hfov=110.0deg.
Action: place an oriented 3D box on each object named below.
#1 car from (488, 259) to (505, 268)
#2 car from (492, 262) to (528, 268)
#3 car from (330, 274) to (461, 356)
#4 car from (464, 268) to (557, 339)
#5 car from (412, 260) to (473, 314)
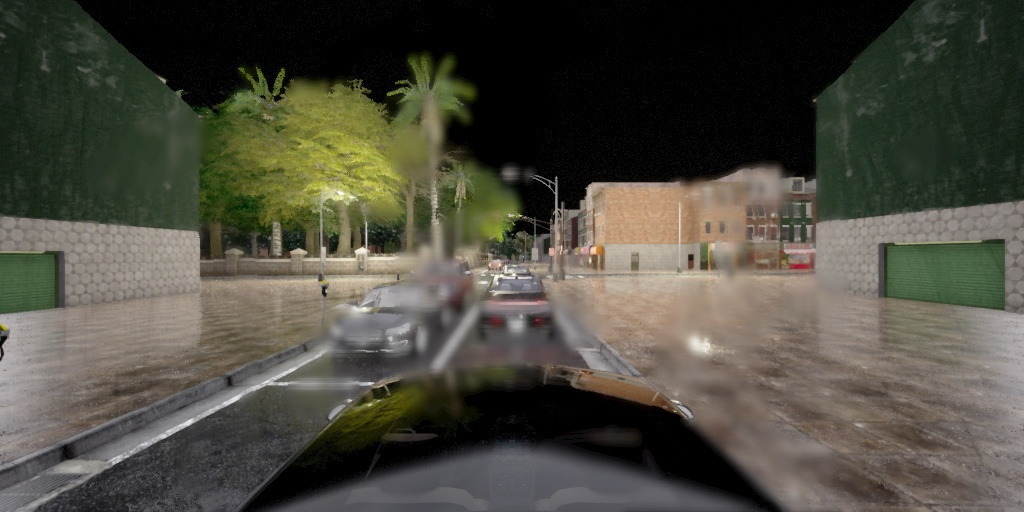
[{"bbox_3d":[-2.412,1.292,52.117,1.967,1.591,4.097,0,0,0],"label":"car"},{"bbox_3d":[0.182,1.251,19.398,2.128,1.511,4.902,0,0,-2],"label":"car"},{"bbox_3d":[-2.610,1.301,8.508,2.007,1.370,4.403,0,0,0],"label":"car"},{"bbox_3d":[0.132,1.242,10.009,2.128,1.511,4.902,0,0,0],"label":"car"},{"bbox_3d":[-2.585,1.068,13.971,2.192,1.841,5.009,0,0,0],"label":"car"}]
